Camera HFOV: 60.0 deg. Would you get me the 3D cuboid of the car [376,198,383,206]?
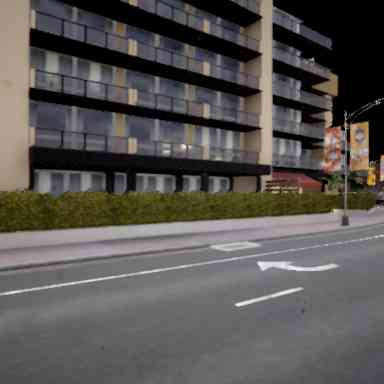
[{"bbox_3d":[33.621,1.803,59.125,2.128,1.511,4.902,0,0,-2],"label":"car"}]
